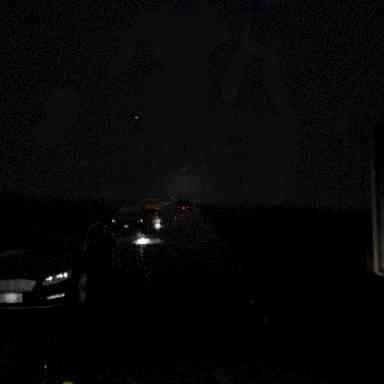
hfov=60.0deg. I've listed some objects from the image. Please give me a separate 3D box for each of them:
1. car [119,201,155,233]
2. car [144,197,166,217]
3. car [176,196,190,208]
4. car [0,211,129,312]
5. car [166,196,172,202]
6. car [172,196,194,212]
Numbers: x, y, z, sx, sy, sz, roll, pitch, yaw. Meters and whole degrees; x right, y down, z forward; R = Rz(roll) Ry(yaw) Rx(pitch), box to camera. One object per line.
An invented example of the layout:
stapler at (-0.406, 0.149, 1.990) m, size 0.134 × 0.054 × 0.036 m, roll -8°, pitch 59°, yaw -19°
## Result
car at (-3.355, 1.443, 18.933) m, size 1.812 × 1.442 × 4.674 m, roll 0°, pitch 0°, yaw -2°
car at (-3.649, 1.352, 29.995) m, size 1.882 × 1.535 × 5.008 m, roll 0°, pitch 0°, yaw -1°
car at (-1.254, 1.336, 47.640) m, size 1.837 × 1.490 × 4.892 m, roll 0°, pitch 1°, yaw -2°
car at (-3.046, 1.464, 7.926) m, size 2.128 × 1.511 × 4.902 m, roll 0°, pitch 0°, yaw -2°
car at (-4.676, 1.438, 67.134) m, size 1.994 × 1.385 × 4.181 m, roll 0°, pitch 0°, yaw -1°
car at (-0.916, 1.349, 36.118) m, size 1.837 × 1.490 × 4.892 m, roll 0°, pitch 0°, yaw -1°
